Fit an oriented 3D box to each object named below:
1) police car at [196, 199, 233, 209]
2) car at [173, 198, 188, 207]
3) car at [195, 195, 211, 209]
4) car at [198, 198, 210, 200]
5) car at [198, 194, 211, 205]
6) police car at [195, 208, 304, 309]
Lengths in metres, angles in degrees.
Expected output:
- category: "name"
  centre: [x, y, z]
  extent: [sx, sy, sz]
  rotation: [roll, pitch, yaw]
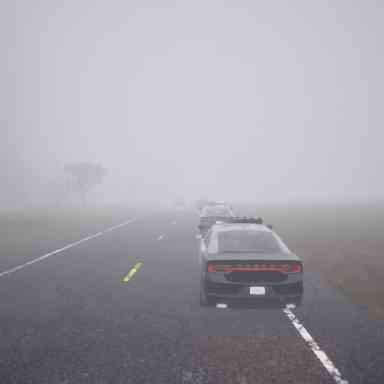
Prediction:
- category: "police car"
  centre: [1.310, 1.426, 18.050]
  extent: [1.930, 1.638, 5.238]
  rotation: [0, 0, 1]
- category: "car"
  centre: [-1.759, 1.555, 50.518]
  extent: [1.994, 1.385, 4.181]
  rotation: [0, 0, 4]
- category: "car"
  centre: [1.450, 1.498, 45.940]
  extent: [1.837, 1.490, 4.892]
  rotation: [0, 0, 4]
- category: "car"
  centre: [1.486, 1.456, 24.107]
  extent: [1.801, 1.575, 5.366]
  rotation: [0, 0, 2]
- category: "car"
  centre: [2.342, 1.335, 60.020]
  extent: [2.097, 1.767, 4.553]
  rotation: [0, 0, 4]
- category: "police car"
  centre: [1.117, 1.425, 8.085]
  extent: [1.930, 1.638, 5.238]
  rotation: [0, 0, 1]
